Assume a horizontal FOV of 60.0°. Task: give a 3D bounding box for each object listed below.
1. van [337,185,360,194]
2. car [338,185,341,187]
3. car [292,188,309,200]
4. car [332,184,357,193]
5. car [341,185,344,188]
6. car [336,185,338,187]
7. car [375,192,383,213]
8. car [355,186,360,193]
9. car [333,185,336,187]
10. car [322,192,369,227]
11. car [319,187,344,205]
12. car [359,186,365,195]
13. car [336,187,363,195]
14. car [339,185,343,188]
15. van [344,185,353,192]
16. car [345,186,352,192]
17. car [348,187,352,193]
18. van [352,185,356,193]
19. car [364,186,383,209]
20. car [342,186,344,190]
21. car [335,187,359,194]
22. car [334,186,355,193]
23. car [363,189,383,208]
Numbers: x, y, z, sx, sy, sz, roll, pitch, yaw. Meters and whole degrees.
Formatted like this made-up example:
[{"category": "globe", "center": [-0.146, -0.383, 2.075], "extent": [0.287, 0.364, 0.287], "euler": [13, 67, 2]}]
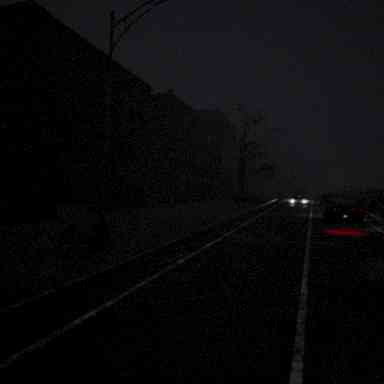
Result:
[{"category": "van", "center": [35.264, -0.553, 74.941], "extent": [4.442, 1.987, 1.878], "euler": [2, 2, 20]}, {"category": "car", "center": [31.260, -0.041, 64.477], "extent": [4.792, 1.488, 2.163], "euler": [2, 2, 20]}, {"category": "car", "center": [14.589, 0.265, 44.775], "extent": [1.837, 1.490, 4.892], "euler": [2, 2, 20]}, {"category": "car", "center": [39.049, -0.838, 85.492], "extent": [5.566, 2.045, 2.435], "euler": [2, 2, 20]}, {"category": "car", "center": [28.568, 0.147, 56.511], "extent": [5.366, 1.575, 1.946], "euler": [2, 2, 20]}, {"category": "car", "center": [32.248, -0.135, 67.093], "extent": [4.892, 1.521, 2.231], "euler": [2, 2, 20]}, {"category": "car", "center": [16.806, 1.072, 25.008], "extent": [4.674, 1.452, 2.002], "euler": [2, 2, 20]}, {"category": "car", "center": [21.669, 0.537, 38.144], "extent": [4.553, 1.767, 2.185], "euler": [2, 2, 20]}, {"category": "car", "center": [33.252, -0.452, 69.708], "extent": [5.566, 2.045, 2.435], "euler": [2, 2, 20]}, {"category": "car", "center": [8.757, 1.027, 19.397], "extent": [1.882, 1.535, 5.008], "euler": [2, 2, 21]}, {"category": "car", "center": [14.485, 0.633, 34.917], "extent": [1.837, 1.490, 4.892], "euler": [2, 3, 21]}, {"category": "car", "center": [18.720, 0.632, 30.267], "extent": [5.566, 2.045, 2.435], "euler": [2, 2, 20]}, {"category": "car", "center": [34.179, -0.267, 72.360], "extent": [5.008, 1.535, 2.097], "euler": [2, 2, 20]}, {"category": "car", "center": [29.353, 0.070, 59.204], "extent": [5.008, 1.535, 2.097], "euler": [2, 2, 20]}, {"category": "van", "center": [26.359, 0.061, 51.345], "extent": [4.442, 1.987, 1.878], "euler": [2, 2, 20]}, {"category": "car", "center": [25.470, 0.394, 48.693], "extent": [4.792, 1.488, 2.163], "euler": [2, 2, 20]}, {"category": "car", "center": [23.562, 0.513, 43.422], "extent": [5.008, 1.535, 2.097], "euler": [2, 2, 20]}, {"category": "van", "center": [22.498, 0.358, 40.822], "extent": [4.442, 1.987, 1.878], "euler": [2, 2, 20]}, {"category": "car", "center": [17.755, 0.706, 27.636], "extent": [5.566, 2.045, 2.435], "euler": [2, 2, 20]}, {"category": "car", "center": [27.455, 0.248, 53.935], "extent": [4.792, 1.488, 2.163], "euler": [2, 2, 20]}, {"category": "car", "center": [36.109, -0.396, 77.621], "extent": [4.892, 1.521, 2.231], "euler": [2, 2, 20]}, {"category": "car", "center": [38.022, -0.654, 82.888], "extent": [4.553, 1.767, 2.185], "euler": [2, 2, 20]}, {"category": "car", "center": [19.680, 0.683, 32.903], "extent": [4.553, 1.767, 2.185], "euler": [2, 2, 20]}]
